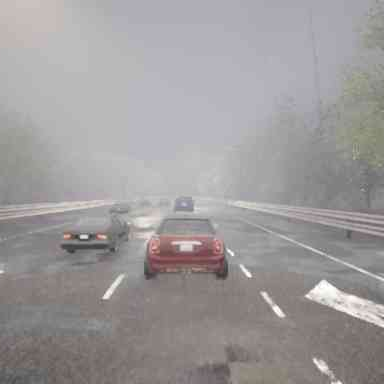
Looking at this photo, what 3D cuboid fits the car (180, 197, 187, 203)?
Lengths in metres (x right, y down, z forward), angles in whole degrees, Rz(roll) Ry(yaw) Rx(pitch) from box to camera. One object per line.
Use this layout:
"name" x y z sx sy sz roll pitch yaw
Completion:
"car" -2.251 2.257 91.435 1.812 1.442 4.674 0 -1 -1

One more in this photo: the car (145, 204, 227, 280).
"car" -0.188 1.417 10.337 2.097 1.767 4.553 0 0 -1

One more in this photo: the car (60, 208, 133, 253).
"car" -3.778 1.612 13.954 2.033 1.411 5.357 0 0 -1

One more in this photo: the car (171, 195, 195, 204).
"car" -0.872 1.492 37.452 2.150 2.045 5.566 0 0 -1

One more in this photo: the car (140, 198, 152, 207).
"car" -8.494 1.931 61.625 1.837 1.490 4.892 0 -1 -1

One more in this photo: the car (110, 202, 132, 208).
"car" -7.873 1.782 37.331 1.994 1.385 4.181 0 0 -1

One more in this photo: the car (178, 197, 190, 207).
"car" -1.490 1.826 61.612 2.097 1.767 4.553 0 0 -1

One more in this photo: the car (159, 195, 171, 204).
"car" -4.991 1.801 61.586 2.097 1.767 4.553 0 0 -1
